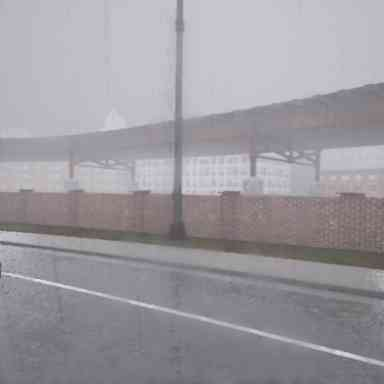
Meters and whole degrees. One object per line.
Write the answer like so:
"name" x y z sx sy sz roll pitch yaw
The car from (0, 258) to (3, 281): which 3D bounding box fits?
"car" -6.319 1.531 7.707 4.674 1.442 1.812 0 0 30
